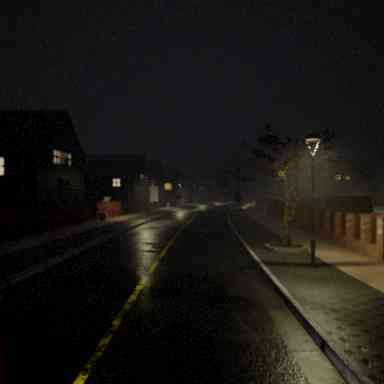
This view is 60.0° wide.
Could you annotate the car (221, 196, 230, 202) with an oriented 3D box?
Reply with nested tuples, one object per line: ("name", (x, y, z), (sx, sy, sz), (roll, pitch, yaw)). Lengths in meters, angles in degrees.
("car", (9.101, 1.872, 89.915), (2.033, 1.411, 5.357), (0, 0, 14))
